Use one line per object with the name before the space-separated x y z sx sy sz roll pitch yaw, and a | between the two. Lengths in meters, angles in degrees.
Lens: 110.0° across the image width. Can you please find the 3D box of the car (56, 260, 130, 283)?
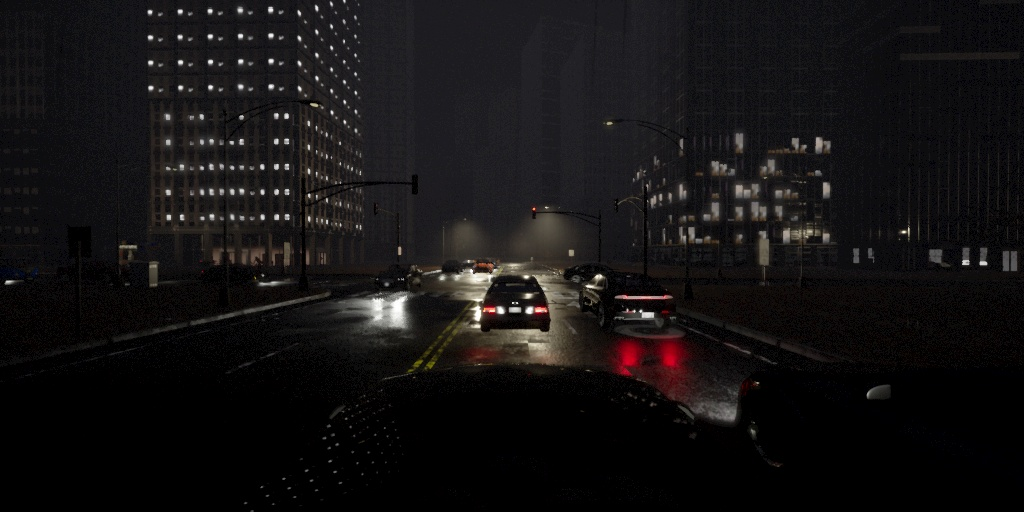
car | -30.078 1.093 26.217 5.008 1.535 1.882 0 0 2

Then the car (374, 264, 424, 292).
car | -6.595 1.240 21.349 2.128 1.511 4.902 0 0 0

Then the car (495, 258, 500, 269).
car | -3.340 1.048 53.454 2.097 1.767 4.553 0 0 0

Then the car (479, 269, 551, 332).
car | 0.100 1.294 10.813 2.033 1.411 5.357 0 0 1

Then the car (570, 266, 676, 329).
car | 3.347 1.238 11.230 2.128 1.511 4.902 0 0 0

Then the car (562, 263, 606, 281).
car | 6.154 1.282 26.136 4.892 1.490 1.837 0 2 16

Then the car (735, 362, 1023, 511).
car | 3.354 1.314 2.073 1.994 1.385 4.181 0 0 0

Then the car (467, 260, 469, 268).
car | -6.590 1.293 55.107 1.895 1.301 4.718 0 0 0

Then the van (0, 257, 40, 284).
van | -33.932 0.959 23.729 3.998 1.789 1.690 0 0 1

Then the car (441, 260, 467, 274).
car | -6.594 1.198 39.839 1.882 1.535 5.008 0 0 0

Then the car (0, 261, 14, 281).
car | -40.320 1.092 26.491 4.674 1.442 1.812 0 0 1

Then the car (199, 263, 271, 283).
car | -19.986 1.227 25.964 4.181 1.385 1.994 0 0 1

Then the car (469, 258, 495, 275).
car | -3.195 1.074 39.289 2.097 1.767 4.553 0 0 -2

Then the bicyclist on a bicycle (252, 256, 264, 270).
bicyclist on a bicycle | -24.701 0.867 34.818 0.582 1.620 1.656 0 1 1
